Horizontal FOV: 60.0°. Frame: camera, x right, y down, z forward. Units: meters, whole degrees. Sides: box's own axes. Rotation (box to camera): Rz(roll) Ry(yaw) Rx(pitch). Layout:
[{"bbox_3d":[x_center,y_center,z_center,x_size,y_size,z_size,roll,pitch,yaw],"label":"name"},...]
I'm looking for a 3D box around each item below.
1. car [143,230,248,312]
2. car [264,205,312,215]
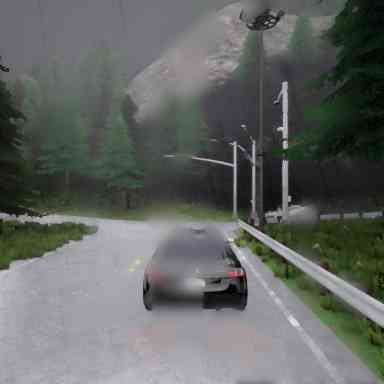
[{"bbox_3d":[0.075,1.564,7.782,1.994,1.385,4.181,0,0,1],"label":"car"},{"bbox_3d":[8.213,1.927,29.176,4.674,1.442,1.812,-4,-2,-2],"label":"car"}]
